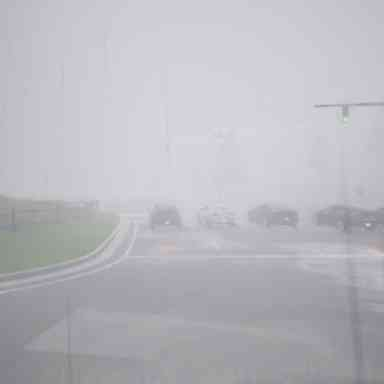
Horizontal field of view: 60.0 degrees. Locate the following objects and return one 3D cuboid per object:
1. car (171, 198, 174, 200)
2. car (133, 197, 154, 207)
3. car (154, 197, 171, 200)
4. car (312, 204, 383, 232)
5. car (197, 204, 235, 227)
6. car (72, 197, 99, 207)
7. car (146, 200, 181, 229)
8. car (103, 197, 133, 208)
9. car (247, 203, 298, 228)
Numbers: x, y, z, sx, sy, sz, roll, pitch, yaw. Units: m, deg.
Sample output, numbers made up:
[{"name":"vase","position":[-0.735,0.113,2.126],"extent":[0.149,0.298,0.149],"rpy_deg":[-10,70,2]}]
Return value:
[{"name":"car","position":[-4.653,1.582,57.616],"extent":[4.718,1.301,1.895],"rpy_deg":[0,0,42]},{"name":"car","position":[-8.668,1.470,51.747],"extent":[5.008,1.535,1.882],"rpy_deg":[0,0,42]},{"name":"car","position":[-6.394,1.534,54.445],"extent":[5.357,1.411,2.033],"rpy_deg":[0,0,42]},{"name":"car","position":[9.033,1.476,20.084],"extent":[1.837,1.490,4.892],"rpy_deg":[0,0,-8]},{"name":"car","position":[1.582,1.511,22.391],"extent":[1.812,1.442,4.674],"rpy_deg":[0,0,-9]},{"name":"car","position":[-15.658,1.486,48.684],"extent":[5.008,1.535,1.882],"rpy_deg":[0,0,38]},{"name":"car","position":[-1.822,1.498,21.534],"extent":[1.837,1.490,4.892],"rpy_deg":[0,0,-9]},{"name":"car","position":[-11.283,1.525,49.404],"extent":[4.674,1.442,1.812],"rpy_deg":[0,0,42]},{"name":"car","position":[5.192,1.456,22.031],"extent":[1.882,1.535,5.008],"rpy_deg":[0,0,-9]}]
